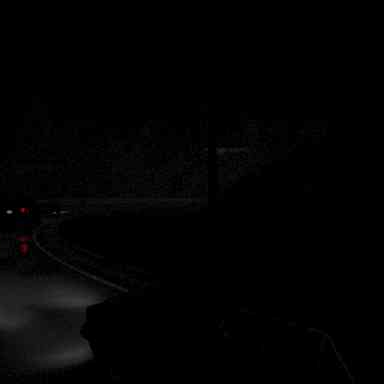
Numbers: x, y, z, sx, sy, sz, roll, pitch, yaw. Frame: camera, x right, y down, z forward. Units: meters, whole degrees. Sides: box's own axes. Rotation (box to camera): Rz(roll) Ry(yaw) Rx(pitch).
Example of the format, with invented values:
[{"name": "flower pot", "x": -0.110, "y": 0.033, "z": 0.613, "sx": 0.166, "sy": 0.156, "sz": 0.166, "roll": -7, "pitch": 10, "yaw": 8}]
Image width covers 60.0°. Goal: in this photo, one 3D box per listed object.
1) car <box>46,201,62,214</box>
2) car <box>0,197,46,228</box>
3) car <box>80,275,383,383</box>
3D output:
[{"name": "car", "x": -16.461, "y": 1.748, "z": 37.734, "sx": 1.994, "sy": 1.385, "sz": 4.181, "roll": 0, "pitch": 0, "yaw": 5}, {"name": "car", "x": -12.060, "y": 1.335, "z": 23.332, "sx": 2.150, "sy": 2.045, "sz": 5.566, "roll": 0, "pitch": 0, "yaw": -16}, {"name": "car", "x": 0.898, "y": 1.624, "z": 3.513, "sx": 4.718, "sy": 1.301, "sz": 1.895, "roll": 0, "pitch": 0, "yaw": 38}]
